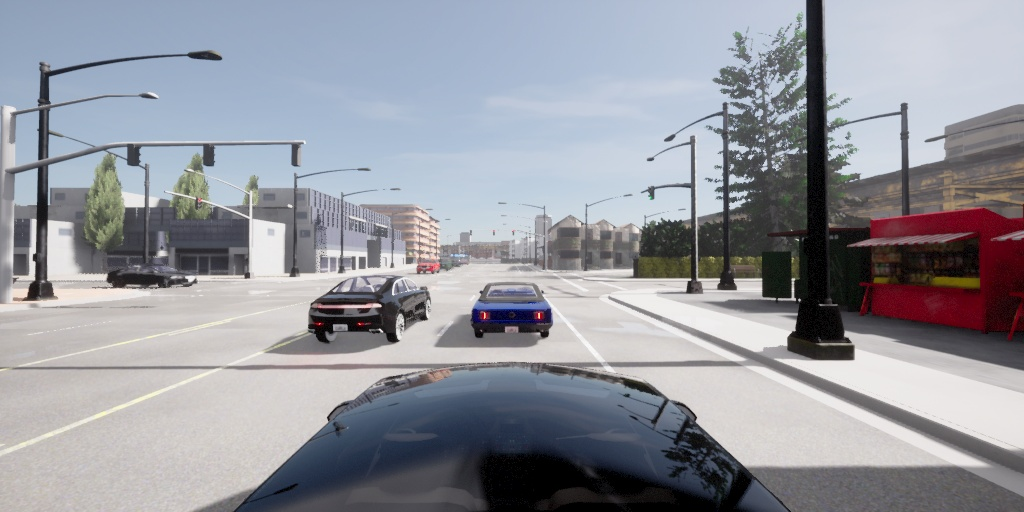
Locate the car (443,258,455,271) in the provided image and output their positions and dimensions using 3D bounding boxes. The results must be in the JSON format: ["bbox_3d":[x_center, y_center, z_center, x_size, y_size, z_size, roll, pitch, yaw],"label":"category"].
[{"bbox_3d":[-11.151,1.390,58.027,2.150,2.045,5.566,0,0,0],"label":"car"}]

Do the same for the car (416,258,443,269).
[{"bbox_3d":[-11.055,1.337,47.637,2.150,2.045,5.566,0,0,-1],"label":"car"}]

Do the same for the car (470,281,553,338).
[{"bbox_3d":[-0.011,1.365,10.219,1.895,1.301,4.718,0,0,0],"label":"car"}]

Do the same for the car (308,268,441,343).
[{"bbox_3d":[-3.511,1.257,9.741,2.128,1.511,4.902,0,0,0],"label":"car"}]

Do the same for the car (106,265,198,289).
[{"bbox_3d":[-23.416,1.329,23.434,4.902,1.511,2.128,0,-1,0],"label":"car"}]
